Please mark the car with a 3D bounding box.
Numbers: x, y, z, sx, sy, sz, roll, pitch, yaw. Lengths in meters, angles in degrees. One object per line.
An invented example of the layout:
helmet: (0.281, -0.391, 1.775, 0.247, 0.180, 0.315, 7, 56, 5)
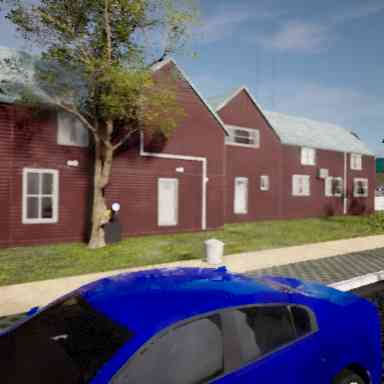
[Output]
car: (-0.387, 1.479, 2.753, 5.008, 1.535, 1.882, 0, 0, -35)
